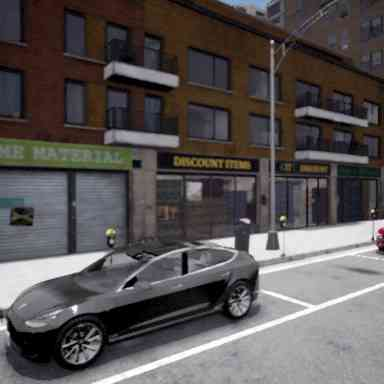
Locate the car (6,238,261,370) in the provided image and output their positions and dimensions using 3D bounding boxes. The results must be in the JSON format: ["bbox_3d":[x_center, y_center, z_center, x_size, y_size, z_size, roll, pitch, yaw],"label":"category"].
[{"bbox_3d":[-0.687,1.550,5.704,4.313,1.339,1.947,0,0,-36],"label":"car"}]

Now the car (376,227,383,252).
[{"bbox_3d":[8.553,1.456,12.320,4.507,1.381,1.887,0,0,-36],"label":"car"}]
